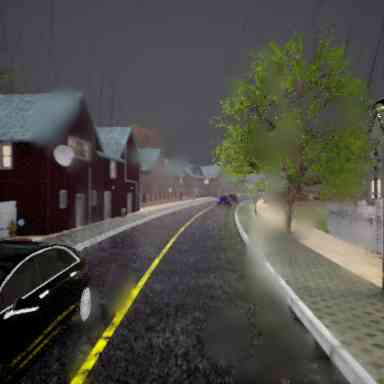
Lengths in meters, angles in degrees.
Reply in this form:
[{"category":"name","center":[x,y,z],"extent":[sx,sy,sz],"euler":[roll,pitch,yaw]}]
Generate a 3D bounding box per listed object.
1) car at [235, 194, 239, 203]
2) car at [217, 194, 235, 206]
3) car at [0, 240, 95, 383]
[{"category":"car","center":[6.641,1.017,55.255],"extent":[1.812,1.442,4.674],"euler":[0,1,14]},{"category":"car","center":[4.448,1.164,45.212],"extent":[1.812,1.442,4.674],"euler":[0,1,11]},{"category":"car","center":[-2.714,1.488,4.239],"extent":[1.837,1.490,4.892],"euler":[0,0,2]}]
